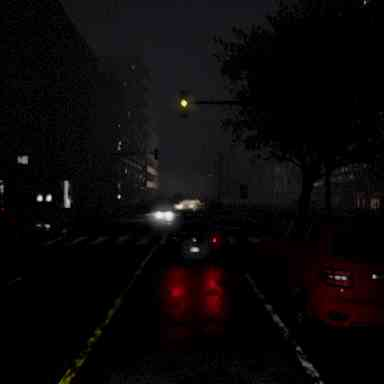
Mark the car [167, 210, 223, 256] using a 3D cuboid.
[{"bbox_3d":[0.093,1.604,13.147,1.895,1.301,4.718,0,0,0],"label":"car"}]

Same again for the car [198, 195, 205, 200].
[{"bbox_3d":[2.640,1.660,94.502,2.008,1.369,4.403,0,0,0],"label":"car"}]

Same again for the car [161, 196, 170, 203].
[{"bbox_3d":[-5.728,1.650,72.366,1.802,1.307,4.206,0,0,0],"label":"car"}]

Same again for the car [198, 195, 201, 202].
[{"bbox_3d":[2.656,1.641,66.838,1.802,1.307,4.206,0,0,0],"label":"car"}]

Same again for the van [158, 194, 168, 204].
[{"bbox_3d":[-5.725,1.401,66.835,1.690,1.788,3.998,0,0,0],"label":"van"}]

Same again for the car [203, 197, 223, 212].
[{"bbox_3d":[2.670,1.566,39.175,1.887,1.381,4.507,0,0,0],"label":"car"}]

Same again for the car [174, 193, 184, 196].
[{"bbox_3d":[-3.038,1.214,72.188,2.150,2.045,5.566,0,0,0],"label":"car"}]

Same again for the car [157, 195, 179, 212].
[{"bbox_3d":[-3.115,1.512,40.073,2.128,1.511,4.902,0,0,2],"label":"car"}]

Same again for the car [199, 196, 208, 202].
[{"bbox_3d":[2.649,1.603,78.074,1.752,1.417,4.829,0,0,0],"label":"car"}]

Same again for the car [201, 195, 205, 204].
[{"bbox_3d":[2.664,1.560,50.411,1.752,1.417,4.829,0,0,0],"label":"car"}]

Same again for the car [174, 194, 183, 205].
[{"bbox_3d":[-3.084,1.522,57.068,1.882,1.535,5.008,0,0,0],"label":"car"}]

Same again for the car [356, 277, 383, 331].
[{"bbox_3d":[2.692,1.566,1.264,1.947,1.339,4.313,0,0,0],"label":"car"}]

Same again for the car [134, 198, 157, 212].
[{"bbox_3d":[-5.710,1.573,39.171,2.008,1.369,4.403,0,0,0],"label":"car"}]

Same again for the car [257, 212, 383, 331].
[{"bbox_3d":[2.689,1.317,6.787,2.192,1.841,5.009,0,0,0],"label":"car"}]

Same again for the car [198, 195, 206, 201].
[{"bbox_3d":[2.643,1.643,88.970,1.887,1.381,4.507,0,0,0],"label":"car"}]

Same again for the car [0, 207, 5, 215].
[{"bbox_3d":[-17.205,1.395,25.601,4.718,1.301,1.895,1,0,-1],"label":"car"}]

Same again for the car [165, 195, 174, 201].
[{"bbox_3d":[-5.734,1.528,83.433,1.967,1.590,4.097,0,0,0],"label":"car"}]

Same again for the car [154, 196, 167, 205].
[{"bbox_3d":[-5.722,1.491,61.302,1.967,1.590,4.097,0,0,0],"label":"car"}]

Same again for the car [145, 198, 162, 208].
[{"bbox_3d":[-5.716,1.586,50.237,2.008,1.369,4.403,0,0,0],"label":"car"}]
